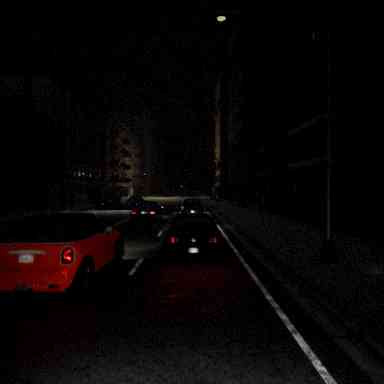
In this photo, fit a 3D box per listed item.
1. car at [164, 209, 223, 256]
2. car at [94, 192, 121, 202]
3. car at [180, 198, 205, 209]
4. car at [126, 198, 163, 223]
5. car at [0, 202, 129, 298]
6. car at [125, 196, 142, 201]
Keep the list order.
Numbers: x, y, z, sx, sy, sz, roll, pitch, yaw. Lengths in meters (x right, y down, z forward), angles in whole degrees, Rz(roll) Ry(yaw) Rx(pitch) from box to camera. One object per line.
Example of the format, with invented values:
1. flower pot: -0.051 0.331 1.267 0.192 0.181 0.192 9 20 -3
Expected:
1. car: 0.064 1.528 12.669 1.895 1.301 4.718 0 0 0
2. car: -9.904 0.976 39.541 2.150 2.045 5.566 0 0 0
3. car: 0.043 1.326 29.425 1.837 1.490 4.892 0 0 0
4. car: -3.218 1.402 24.403 2.033 1.411 5.357 0 0 0
5. car: -3.203 1.302 8.577 2.097 1.767 4.553 0 0 0
6. car: -6.653 1.262 39.203 1.837 1.490 4.892 0 0 0
